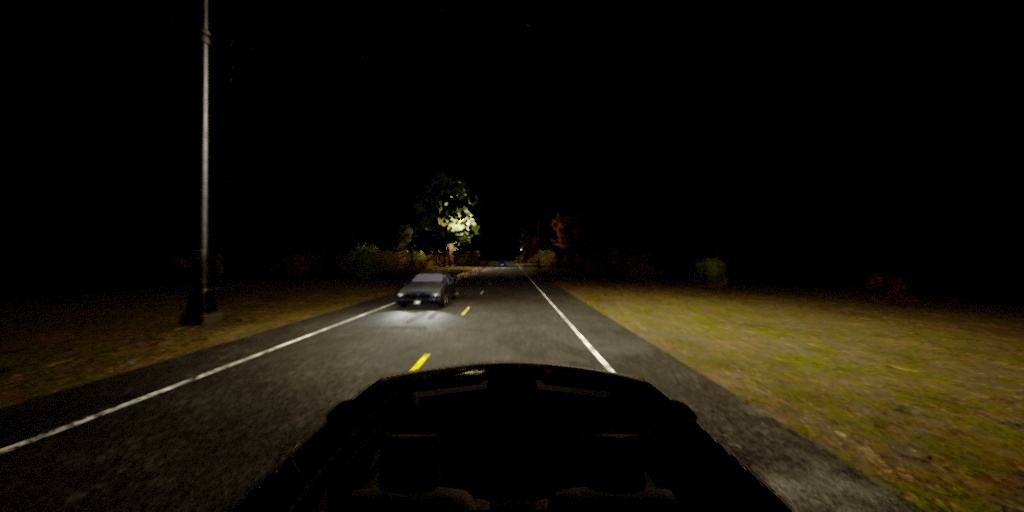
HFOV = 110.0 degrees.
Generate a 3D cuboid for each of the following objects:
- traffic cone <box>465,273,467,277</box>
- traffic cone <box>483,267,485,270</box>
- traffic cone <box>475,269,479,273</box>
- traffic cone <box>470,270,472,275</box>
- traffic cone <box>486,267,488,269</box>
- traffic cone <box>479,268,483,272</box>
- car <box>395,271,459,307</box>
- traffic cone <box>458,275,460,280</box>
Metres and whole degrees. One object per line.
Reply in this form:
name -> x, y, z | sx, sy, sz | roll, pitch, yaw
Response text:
traffic cone -> -4.897, 1.961, 38.132 | 0.340, 0.580, 0.340 | 0, 0, 0
traffic cone -> -4.895, 2.103, 58.134 | 0.340, 0.580, 0.340 | 0, 0, 0
traffic cone -> -4.896, 2.032, 48.133 | 0.340, 0.580, 0.340 | 0, 0, 0
traffic cone -> -4.896, 1.997, 43.132 | 0.340, 0.580, 0.340 | 0, 0, 0
traffic cone -> -4.894, 2.138, 63.134 | 0.340, 0.580, 0.340 | 0, 0, 0
traffic cone -> -4.895, 2.067, 53.133 | 0.340, 0.580, 0.340 | 0, 0, 0
car -> -3.596, 1.400, 16.279 | 2.033, 1.411, 5.357 | 0, 0, 0
traffic cone -> -4.897, 1.926, 33.131 | 0.340, 0.580, 0.340 | 0, 0, 0
